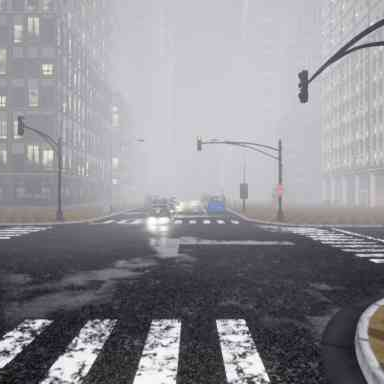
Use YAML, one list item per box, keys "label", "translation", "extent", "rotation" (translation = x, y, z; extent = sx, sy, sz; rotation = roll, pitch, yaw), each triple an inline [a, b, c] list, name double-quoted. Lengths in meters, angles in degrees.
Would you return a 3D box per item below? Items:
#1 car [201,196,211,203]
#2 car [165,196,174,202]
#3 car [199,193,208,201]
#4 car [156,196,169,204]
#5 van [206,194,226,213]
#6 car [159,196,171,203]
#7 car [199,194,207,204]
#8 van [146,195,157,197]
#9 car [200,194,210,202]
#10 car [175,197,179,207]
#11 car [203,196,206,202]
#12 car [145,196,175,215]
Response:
- label: "car"
  translation: [2.826, 1.542, 69.155]
  extent: [1.887, 1.381, 4.507]
  rotation: [0, 0, 0]
- label: "car"
  translation: [-5.491, 1.578, 80.281]
  extent: [1.802, 1.307, 4.206]
  rotation: [0, 0, 0]
- label: "car"
  translation: [2.922, 1.309, 85.773]
  extent: [2.192, 1.841, 5.009]
  rotation: [0, 0, 0]
- label: "car"
  translation: [-5.585, 1.564, 63.663]
  extent: [1.947, 1.339, 4.313]
  rotation: [0, 0, 0]
- label: "van"
  translation: [2.752, 1.341, 35.923]
  extent: [1.690, 1.788, 3.998]
  rotation: [0, 0, 0]
- label: "car"
  translation: [-5.554, 1.548, 69.201]
  extent: [2.008, 1.369, 4.403]
  rotation: [0, 0, 0]
- label: "car"
  translation: [2.796, 1.313, 63.616]
  extent: [2.192, 1.841, 5.009]
  rotation: [0, 0, 0]
- label: "van"
  translation: [-5.679, 1.341, 47.045]
  extent: [1.690, 1.788, 3.998]
  rotation: [0, 0, 0]
- label: "car"
  translation: [2.859, 1.312, 74.695]
  extent: [2.192, 1.841, 5.009]
  rotation: [0, 0, 0]
- label: "car"
  translation: [-3.112, 1.547, 43.112]
  extent: [2.033, 1.411, 5.357]
  rotation: [0, 0, 0]
- label: "car"
  translation: [2.693, 1.544, 41.462]
  extent: [1.887, 1.381, 4.507]
  rotation: [0, 0, 0]
- label: "car"
  translation: [-3.176, 1.491, 33.311]
  extent: [2.128, 1.511, 4.902]
  rotation: [0, 0, -1]
